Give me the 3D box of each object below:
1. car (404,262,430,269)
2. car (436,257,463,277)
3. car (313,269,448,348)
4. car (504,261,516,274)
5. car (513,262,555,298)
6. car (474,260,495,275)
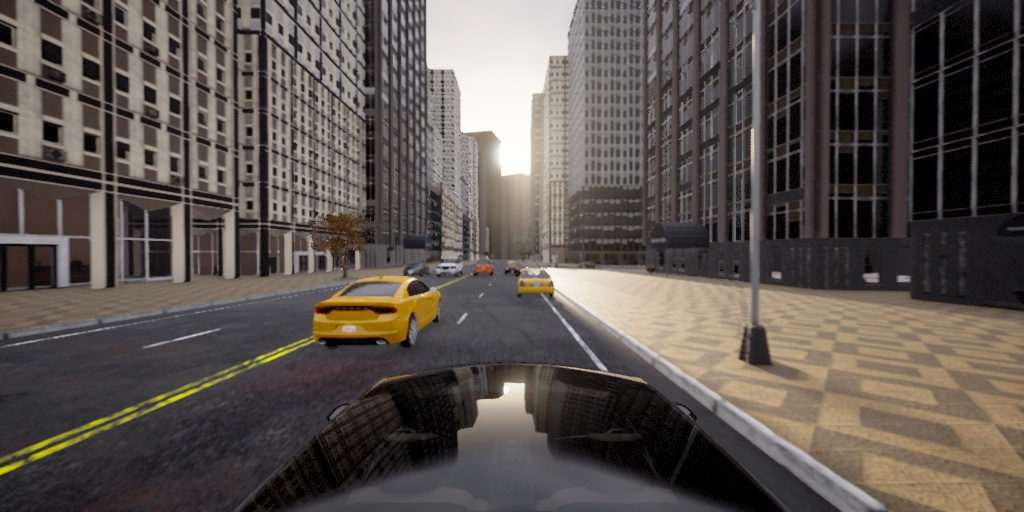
[{"bbox_3d":[-9.830,1.402,37.258,2.128,1.511,4.902,0,0,0],"label":"car"},{"bbox_3d":[-6.582,1.134,38.294,2.150,2.045,5.566,0,0,0],"label":"car"},{"bbox_3d":[-3.148,1.262,9.413,1.882,1.535,5.008,0,0,0],"label":"car"},{"bbox_3d":[0.063,1.538,43.736,1.895,1.301,4.718,0,0,1],"label":"car"},{"bbox_3d":[1.141,1.282,18.926,1.801,1.575,5.366,0,0,0],"label":"car"},{"bbox_3d":[-3.142,1.279,41.344,2.097,1.767,4.553,0,0,0],"label":"car"}]
